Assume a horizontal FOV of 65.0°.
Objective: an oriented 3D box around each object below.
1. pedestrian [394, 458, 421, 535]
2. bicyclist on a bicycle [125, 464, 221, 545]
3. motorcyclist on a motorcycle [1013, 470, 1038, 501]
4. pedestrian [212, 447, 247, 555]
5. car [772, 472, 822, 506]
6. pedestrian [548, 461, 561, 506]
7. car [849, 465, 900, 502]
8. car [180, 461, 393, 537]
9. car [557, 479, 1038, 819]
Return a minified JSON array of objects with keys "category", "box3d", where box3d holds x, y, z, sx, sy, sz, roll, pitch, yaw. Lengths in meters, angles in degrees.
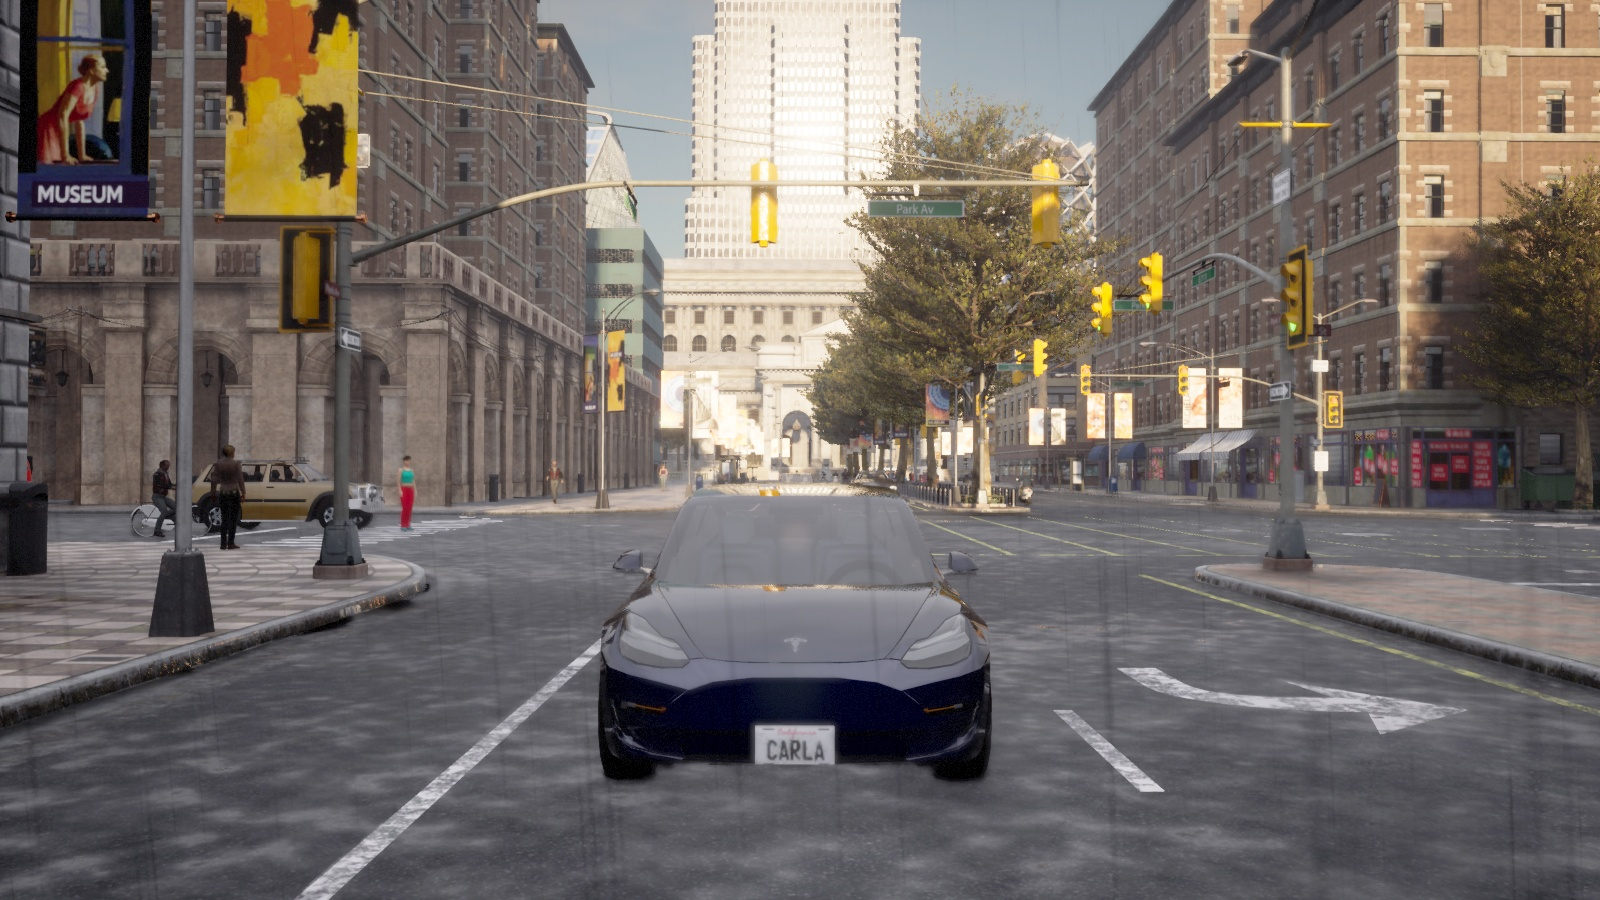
[{"category":"pedestrian","box3d":[-9.544,1.124,30.512,0.594,1.836,0.345,-1,-1,39]},{"category":"bicyclist on a bicycle","box3d":[-14.120,1.216,28.301,1.843,1.776,0.659,0,-1,0]},{"category":"motorcyclist on a motorcycle","box3d":[11.481,1.795,64.046,0.866,1.590,1.817,0,-1,-3]},{"category":"pedestrian","box3d":[-9.950,0.878,21.896,0.331,1.846,0.634,0,-1,-2]},{"category":"car","box3d":[-0.140,1.785,57.926,2.163,1.488,4.792,0,-1,0]},{"category":"pedestrian","box3d":[-10.112,1.379,51.778,0.376,1.854,0.720,0,-1,0]},{"category":"car","box3d":[3.435,1.566,58.898,2.152,1.651,5.027,0,-1,1]},{"category":"car","box3d":[-12.935,1.216,31.817,4.605,1.855,1.932,0,-1,0]},{"category":"car","box3d":[-0.020,0.950,8.059,2.163,1.488,4.792,0,-1,0]}]
